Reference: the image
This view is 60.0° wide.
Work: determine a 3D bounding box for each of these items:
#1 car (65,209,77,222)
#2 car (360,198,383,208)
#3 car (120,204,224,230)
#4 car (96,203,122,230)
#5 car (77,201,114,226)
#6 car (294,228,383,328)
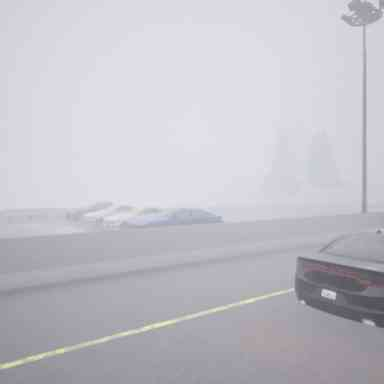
[{"bbox_3d":[-6.857,1.480,24.895,5.008,1.535,1.882,0,0,-35],"label":"car"},{"bbox_3d":[26.519,1.545,48.571,4.674,1.442,1.812,0,0,-34],"label":"car"},{"bbox_3d":[-0.704,1.481,16.386,5.008,1.535,1.882,0,0,-35],"label":"car"},{"bbox_3d":[-2.773,1.529,19.209,4.674,1.442,1.812,0,0,-35],"label":"car"},{"bbox_3d":[-4.830,1.528,22.042,4.674,1.442,1.812,0,0,-35],"label":"car"},{"bbox_3d":[4.196,1.480,6.741,5.008,1.535,1.882,0,0,-35],"label":"car"}]
